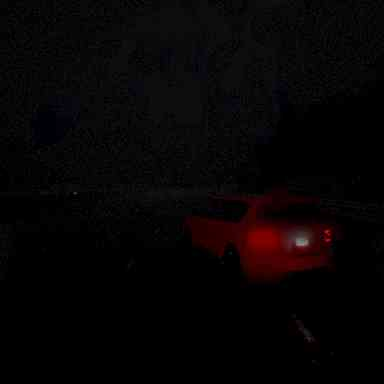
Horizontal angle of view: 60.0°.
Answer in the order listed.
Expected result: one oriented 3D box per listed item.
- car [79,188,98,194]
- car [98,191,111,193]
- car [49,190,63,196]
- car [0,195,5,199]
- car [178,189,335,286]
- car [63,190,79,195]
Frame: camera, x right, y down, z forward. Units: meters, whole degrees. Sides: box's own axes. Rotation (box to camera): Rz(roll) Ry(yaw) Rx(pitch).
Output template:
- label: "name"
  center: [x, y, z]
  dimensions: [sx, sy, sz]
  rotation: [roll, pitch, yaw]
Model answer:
- label: "car"
  center: [-21.051, 0.161, 69.412]
  dimensions: [2.150, 2.045, 5.566]
  rotation: [0, 1, 0]
- label: "car"
  center: [-17.551, 0.488, 69.448]
  dimensions: [1.994, 1.385, 4.181]
  rotation: [0, 1, 0]
- label: "car"
  center: [-28.051, 0.414, 69.440]
  dimensions: [1.882, 1.535, 5.008]
  rotation: [0, 1, 0]
- label: "car"
  center: [-21.035, 0.924, 33.991]
  dimensions: [1.837, 1.490, 4.892]
  rotation: [0, 0, 0]
- label: "car"
  center: [1.400, 1.047, 9.231]
  dimensions: [2.150, 2.045, 5.566]
  rotation: [-1, 1, -18]
- label: "car"
  center: [-24.551, 0.291, 69.471]
  dimensions: [2.097, 1.767, 4.553]
  rotation: [0, 1, 0]
